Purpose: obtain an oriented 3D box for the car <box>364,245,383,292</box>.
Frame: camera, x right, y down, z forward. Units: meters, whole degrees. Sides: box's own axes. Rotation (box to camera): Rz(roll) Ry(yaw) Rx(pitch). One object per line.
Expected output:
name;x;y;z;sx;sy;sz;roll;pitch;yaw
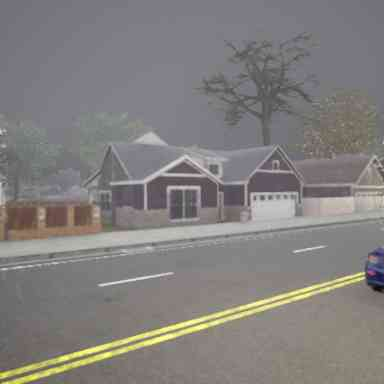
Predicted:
car;5.685;1.485;7.492;4.674;1.442;1.812;-1;0;-36
